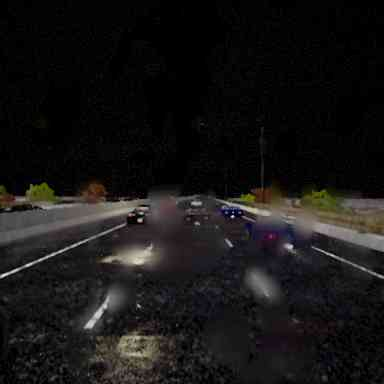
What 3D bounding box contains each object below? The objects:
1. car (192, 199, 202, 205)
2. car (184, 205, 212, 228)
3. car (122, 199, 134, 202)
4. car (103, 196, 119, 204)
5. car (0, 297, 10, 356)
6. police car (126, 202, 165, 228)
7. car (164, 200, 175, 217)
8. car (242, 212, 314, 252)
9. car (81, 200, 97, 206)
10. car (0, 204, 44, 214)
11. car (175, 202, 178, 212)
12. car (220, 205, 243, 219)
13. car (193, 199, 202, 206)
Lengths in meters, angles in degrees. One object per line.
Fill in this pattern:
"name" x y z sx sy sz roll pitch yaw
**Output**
"car" 0.918 2.280 63.655 1.895 1.301 4.718 0 -1 2
"car" 0.352 1.843 24.072 1.895 1.301 4.718 0 -1 -1
"car" -13.005 2.208 68.223 1.837 1.490 4.892 0 -1 2
"car" -16.504 1.933 68.318 2.150 2.045 5.566 0 -1 2
"car" -3.510 1.379 2.657 2.097 1.767 4.553 0 -1 0
"police car" -3.449 1.753 24.621 2.038 1.542 4.974 0 -1 1
"car" -3.314 1.858 35.588 2.128 1.511 4.902 0 -1 1
"car" 3.596 1.744 14.532 1.895 1.301 4.718 0 -1 0
"car" -20.110 2.215 65.259 1.812 1.442 4.674 0 0 2
"car" -14.009 1.784 27.661 1.837 1.490 4.892 0 -1 1
"car" -3.110 1.838 46.525 2.097 1.767 4.553 0 -1 1
"car" 3.747 1.932 32.364 1.895 1.301 4.718 0 -1 1
"car" 1.318 2.359 77.341 2.128 1.511 4.902 0 -1 2
